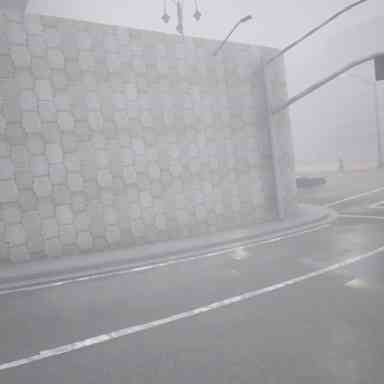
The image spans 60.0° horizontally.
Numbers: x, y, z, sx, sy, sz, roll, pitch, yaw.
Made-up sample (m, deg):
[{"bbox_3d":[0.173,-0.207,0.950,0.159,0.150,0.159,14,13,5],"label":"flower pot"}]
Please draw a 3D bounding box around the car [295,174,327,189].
[{"bbox_3d":[10.006,-1.021,30.970,1.895,1.301,4.718,-11,6,-35],"label":"car"}]

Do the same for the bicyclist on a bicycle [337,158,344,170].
[{"bbox_3d":[20.051,-3.831,44.895,1.656,1.620,0.582,-11,6,-35],"label":"bicyclist on a bicycle"}]
